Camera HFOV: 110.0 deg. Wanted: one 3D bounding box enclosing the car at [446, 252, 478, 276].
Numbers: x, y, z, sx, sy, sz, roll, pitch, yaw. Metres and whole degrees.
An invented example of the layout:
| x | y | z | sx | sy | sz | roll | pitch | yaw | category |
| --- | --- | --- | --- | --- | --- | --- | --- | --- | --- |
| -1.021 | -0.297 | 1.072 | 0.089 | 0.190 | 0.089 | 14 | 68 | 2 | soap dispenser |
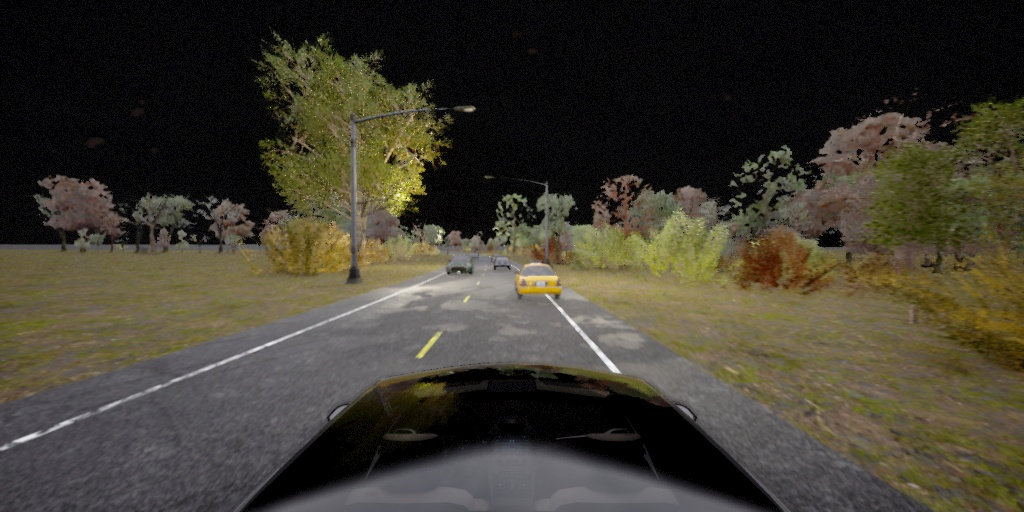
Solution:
| x | y | z | sx | sy | sz | roll | pitch | yaw | category |
| --- | --- | --- | --- | --- | --- | --- | --- | --- | --- |
| -4.268 | 0.667 | 30.279 | 2.097 | 1.767 | 4.553 | 0 | 1 | -2 | car |

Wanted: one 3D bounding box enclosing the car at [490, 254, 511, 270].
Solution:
| x | y | z | sx | sy | sz | roll | pitch | yaw | category |
| --- | --- | --- | --- | --- | --- | --- | --- | --- | --- |
| -1.089 | 0.709 | 38.983 | 2.033 | 1.411 | 5.357 | 0 | 1 | -3 | car |

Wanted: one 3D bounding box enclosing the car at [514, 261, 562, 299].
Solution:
| x | y | z | sx | sy | sz | roll | pitch | yaw | category |
| --- | --- | --- | --- | --- | --- | --- | --- | --- | --- |
| 1.055 | 0.985 | 16.230 | 1.801 | 1.575 | 5.366 | 0 | 1 | -1 | car |
